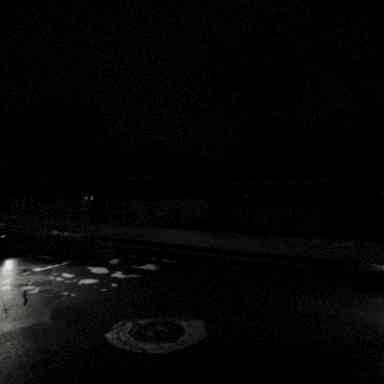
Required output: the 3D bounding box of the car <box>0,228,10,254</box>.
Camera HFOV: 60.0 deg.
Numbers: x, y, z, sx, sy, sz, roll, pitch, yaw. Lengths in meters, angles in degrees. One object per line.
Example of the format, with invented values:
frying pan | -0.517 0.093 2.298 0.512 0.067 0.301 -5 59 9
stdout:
car | -8.989 1.645 12.965 4.902 1.511 2.128 0 3 36
